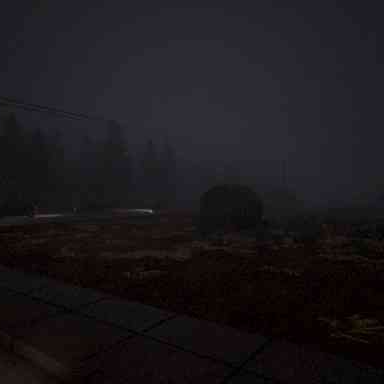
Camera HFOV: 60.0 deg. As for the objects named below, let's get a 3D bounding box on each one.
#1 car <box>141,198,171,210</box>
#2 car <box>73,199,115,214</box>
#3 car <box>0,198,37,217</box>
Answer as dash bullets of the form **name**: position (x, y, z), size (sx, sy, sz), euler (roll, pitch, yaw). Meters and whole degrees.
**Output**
- **car**: position (-4.658, 1.552, 44.316), size (1.812, 1.442, 4.674), euler (0, 0, 37)
- **car**: position (-10.618, 1.518, 36.292), size (2.128, 1.511, 4.902), euler (0, 0, 37)
- **car**: position (-16.065, 1.379, 28.947), size (2.097, 1.767, 4.553), euler (0, 0, 37)
